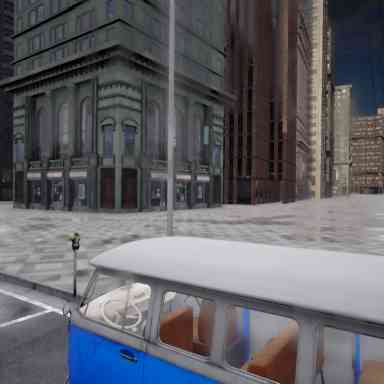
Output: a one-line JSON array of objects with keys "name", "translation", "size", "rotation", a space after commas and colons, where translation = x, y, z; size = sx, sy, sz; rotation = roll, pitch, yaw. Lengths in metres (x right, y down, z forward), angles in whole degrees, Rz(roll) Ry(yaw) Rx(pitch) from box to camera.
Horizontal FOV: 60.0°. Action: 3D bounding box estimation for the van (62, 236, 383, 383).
[{"name": "van", "translation": [0.722, 1.341, 2.477], "size": [3.998, 1.788, 1.690], "rotation": [0, 1, 35]}]
